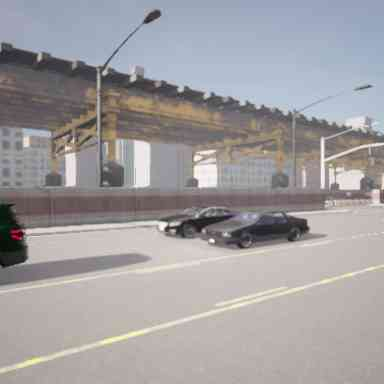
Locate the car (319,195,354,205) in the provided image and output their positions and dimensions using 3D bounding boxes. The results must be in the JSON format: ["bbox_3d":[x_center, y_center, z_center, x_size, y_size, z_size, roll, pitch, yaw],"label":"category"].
[{"bbox_3d":[23.442,1.253,54.046,4.974,1.542,2.038,0,0,-7],"label":"car"}]

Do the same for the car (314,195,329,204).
[{"bbox_3d":[19.547,1.117,50.336,1.853,1.218,4.536,0,0,18],"label":"car"}]

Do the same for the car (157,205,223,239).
[{"bbox_3d":[0.564,1.451,17.173,4.902,1.511,2.128,0,0,-35],"label":"car"}]

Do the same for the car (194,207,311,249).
[{"bbox_3d":[2.942,1.505,14.567,5.357,1.411,2.033,0,0,-36],"label":"car"}]

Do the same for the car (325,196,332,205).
[{"bbox_3d":[19.531,1.274,50.287,2.038,1.542,4.974,0,0,18],"label":"car"}]

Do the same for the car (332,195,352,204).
[{"bbox_3d":[23.390,1.096,54.040,4.536,1.218,1.853,0,0,-7],"label":"car"}]

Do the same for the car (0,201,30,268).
[{"bbox_3d":[-6.829,1.229,7.649,5.566,2.045,2.150,0,0,-35],"label":"car"}]
